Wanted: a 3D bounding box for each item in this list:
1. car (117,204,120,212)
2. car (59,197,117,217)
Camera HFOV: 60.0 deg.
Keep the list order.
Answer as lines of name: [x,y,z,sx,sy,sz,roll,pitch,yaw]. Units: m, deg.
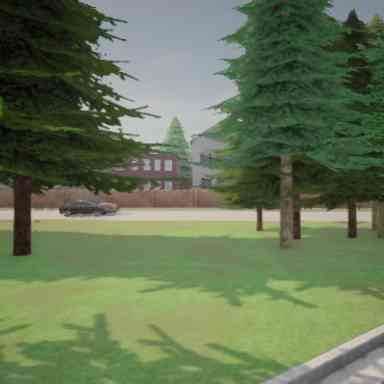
car: [-9.930,1.375,34.999,4.553,1.767,2.097,0,0,3]
car: [-9.988,1.529,31.498,4.892,1.490,1.837,0,0,3]
